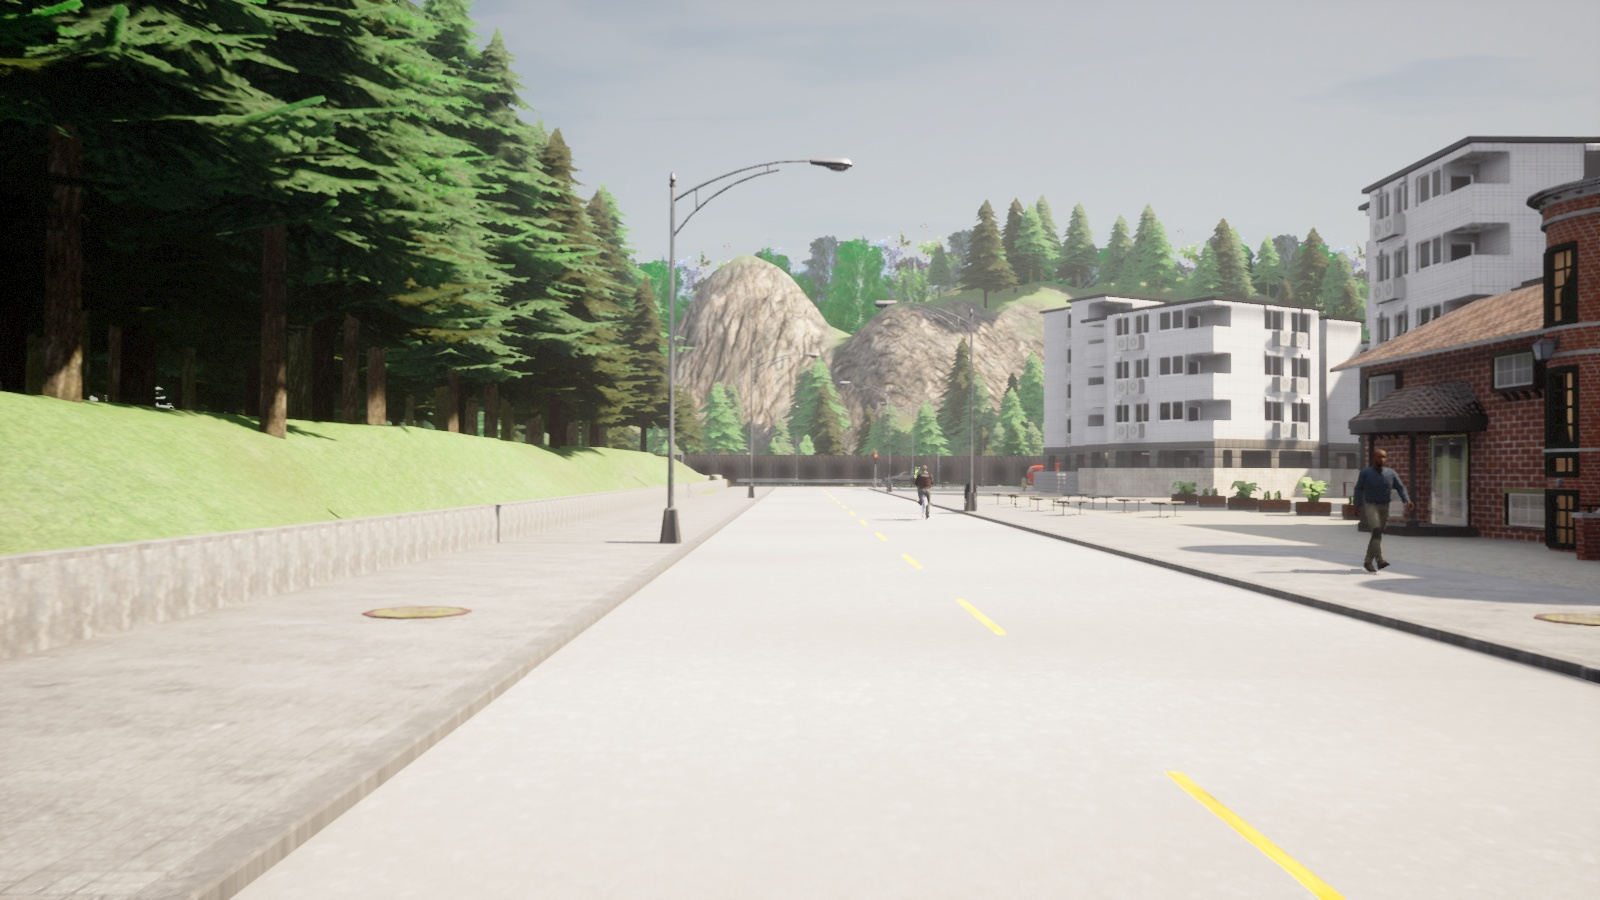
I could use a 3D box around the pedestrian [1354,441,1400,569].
[{"bbox_3d":[8.440,0.794,18.380,0.370,1.835,0.726,0,-1,5],"label":"pedestrian"}]
